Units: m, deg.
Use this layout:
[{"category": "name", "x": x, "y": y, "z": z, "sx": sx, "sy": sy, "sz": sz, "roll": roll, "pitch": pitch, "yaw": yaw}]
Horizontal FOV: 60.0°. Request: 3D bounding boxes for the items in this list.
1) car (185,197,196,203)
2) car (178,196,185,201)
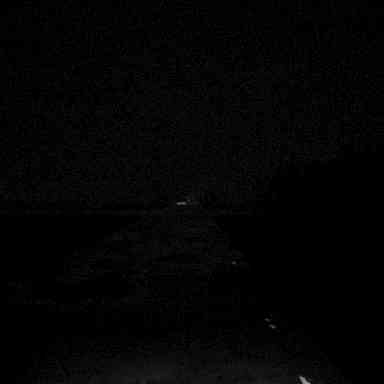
[{"category": "car", "x": 0.015, "y": 2.160, "z": 87.006, "sx": 2.128, "sy": 1.511, "sz": 4.902, "roll": 0, "pitch": 0, "yaw": 0}, {"category": "car", "x": -2.734, "y": 1.849, "z": 92.034, "sx": 1.994, "sy": 1.385, "sz": 4.181, "roll": 0, "pitch": 0, "yaw": 0}]
